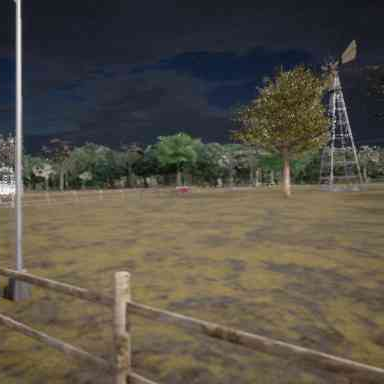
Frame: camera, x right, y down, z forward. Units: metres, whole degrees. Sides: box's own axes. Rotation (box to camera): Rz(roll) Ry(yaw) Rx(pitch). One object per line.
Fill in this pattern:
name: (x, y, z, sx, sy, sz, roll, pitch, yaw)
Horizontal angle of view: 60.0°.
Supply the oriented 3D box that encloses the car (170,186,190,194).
car: (-2.415, -0.396, 65.589, 1.882, 1.535, 5.008, -3, 0, 34)
